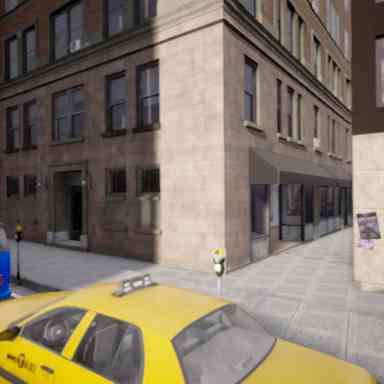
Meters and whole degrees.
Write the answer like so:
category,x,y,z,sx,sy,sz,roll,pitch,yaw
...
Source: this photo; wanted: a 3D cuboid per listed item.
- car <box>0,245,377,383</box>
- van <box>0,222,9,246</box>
category,x,y,z,sx,sy,sz,roll,pitch,yaw
car,-0.776,1.527,3.412,4.829,1.417,1.752,0,-1,36
van,-5.252,1.347,6.614,3.998,1.788,1.690,0,-1,36
